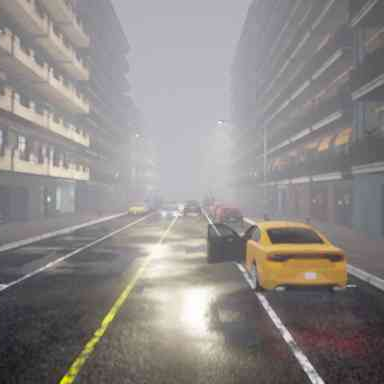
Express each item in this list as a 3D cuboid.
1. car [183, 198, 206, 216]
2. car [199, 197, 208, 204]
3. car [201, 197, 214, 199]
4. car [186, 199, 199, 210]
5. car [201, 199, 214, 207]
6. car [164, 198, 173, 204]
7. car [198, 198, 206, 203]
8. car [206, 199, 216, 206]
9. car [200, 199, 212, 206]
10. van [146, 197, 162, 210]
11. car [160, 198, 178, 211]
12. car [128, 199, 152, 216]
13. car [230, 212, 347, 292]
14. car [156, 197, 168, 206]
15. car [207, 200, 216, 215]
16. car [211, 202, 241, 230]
[{"bbox_3d":[0.073,1.705,35.705,2.128,1.511,4.902,0,0,0],"label":"car"},{"bbox_3d":[2.696,2.010,81.069,1.967,1.590,4.097,0,-1,0],"label":"car"},{"bbox_3d":[2.693,1.652,52.762,2.192,1.841,5.009,0,0,0],"label":"car"},{"bbox_3d":[0.017,1.831,48.701,1.812,1.442,4.674,0,0,0],"label":"car"},{"bbox_3d":[2.694,1.933,58.422,2.008,1.369,4.403,0,0,0],"label":"car"},{"bbox_3d":[-5.684,2.094,80.924,1.752,1.417,4.829,0,0,0],"label":"car"},{"bbox_3d":[2.696,2.187,86.727,1.947,1.339,4.313,0,-1,0],"label":"car"},{"bbox_3d":[2.692,1.740,35.947,1.752,1.417,4.829,0,0,0],"label":"car"},{"bbox_3d":[2.695,1.978,64.083,2.008,1.369,4.403,0,0,0],"label":"car"},{"bbox_3d":[-5.688,1.635,47.125,1.690,1.788,3.998,0,0,0],"label":"van"},{"bbox_3d":[-3.008,1.892,46.702,1.895,1.301,4.718,0,0,0],"label":"car"},{"bbox_3d":[-5.688,1.738,35.630,1.752,1.417,4.829,0,0,0],"label":"car"},{"bbox_3d":[2.361,1.529,9.094,1.882,1.535,5.008,0,0,0],"label":"car"},{"bbox_3d":[-5.686,1.867,64.109,1.967,1.590,4.097,0,0,0],"label":"car"},{"bbox_3d":[2.692,1.722,30.118,1.887,1.381,4.507,0,0,0],"label":"car"},{"bbox_3d":[2.691,1.688,24.453,1.887,1.381,4.507,0,0,0],"label":"car"}]
